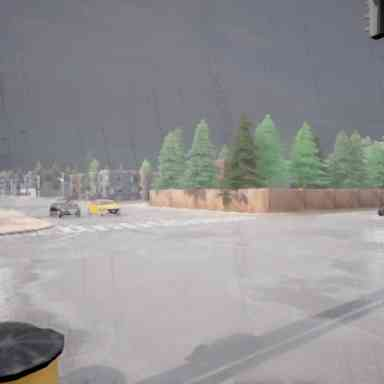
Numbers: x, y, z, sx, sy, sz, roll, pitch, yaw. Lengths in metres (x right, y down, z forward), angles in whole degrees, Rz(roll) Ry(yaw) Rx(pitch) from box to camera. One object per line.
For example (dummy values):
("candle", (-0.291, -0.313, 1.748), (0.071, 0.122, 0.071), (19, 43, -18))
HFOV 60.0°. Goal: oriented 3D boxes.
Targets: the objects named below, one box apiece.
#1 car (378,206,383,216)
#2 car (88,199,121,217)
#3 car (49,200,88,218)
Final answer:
("car", (18.736, 1.535, 30.240), (4.181, 1.385, 1.994), (0, 0, -35))
("car", (-8.413, 1.467, 31.645), (1.882, 1.535, 5.008), (0, 0, -36))
("car", (-11.391, 1.484, 29.793), (2.128, 1.511, 4.902), (0, 0, -36))
